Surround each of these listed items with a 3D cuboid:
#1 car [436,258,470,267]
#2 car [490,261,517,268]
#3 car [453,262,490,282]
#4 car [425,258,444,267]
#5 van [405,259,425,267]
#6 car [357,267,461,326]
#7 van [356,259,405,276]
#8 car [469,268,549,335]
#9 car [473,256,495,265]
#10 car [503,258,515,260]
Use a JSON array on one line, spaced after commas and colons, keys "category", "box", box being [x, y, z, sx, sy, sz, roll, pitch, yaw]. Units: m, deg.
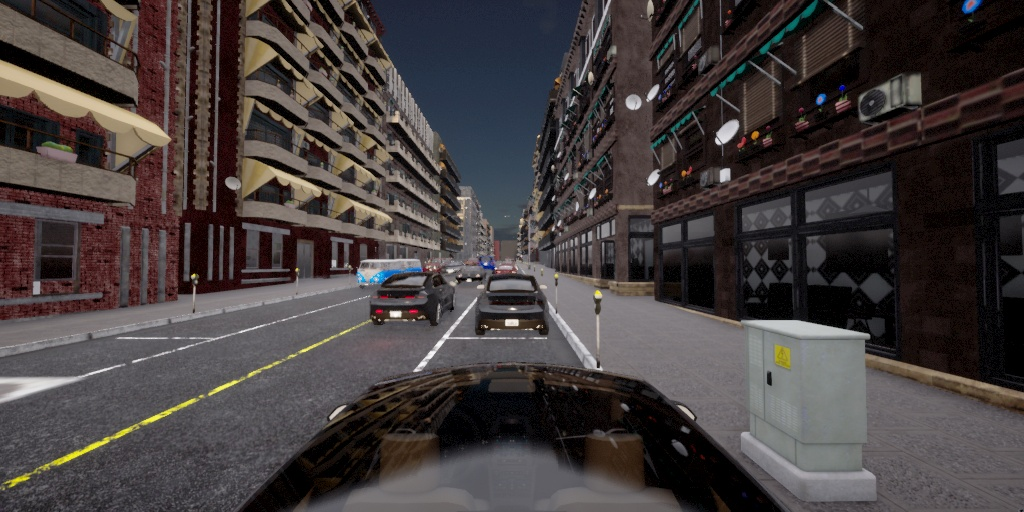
[{"category": "car", "box": [-5.857, 1.285, 36.129, 2.128, 1.511, 4.902, 0, 0, 0]}, {"category": "car", "box": [-0.453, 1.322, 28.072, 1.888, 1.381, 4.507, 0, 0, 0]}, {"category": "car", "box": [-2.942, 1.376, 26.850, 1.895, 1.301, 4.718, 0, 0, 0]}, {"category": "car", "box": [-8.335, 1.115, 39.194, 2.192, 1.841, 5.009, 0, 0, 0]}, {"category": "van", "box": [-8.335, 1.118, 28.134, 1.690, 1.789, 3.998, 0, 0, 0]}, {"category": "car", "box": [-3.020, 1.261, 11.721, 1.837, 1.490, 4.892, 0, 0, 0]}, {"category": "van", "box": [-8.335, 1.108, 22.603, 1.690, 1.789, 3.998, 0, 0, 0]}, {"category": "car", "box": [0.000, 1.259, 10.503, 1.837, 1.490, 4.892, 0, 0, 0]}, {"category": "car", "box": [-2.937, 1.029, 42.766, 2.150, 2.045, 5.566, 0, 0, 0]}, {"category": "car", "box": [-0.445, 1.240, 39.134, 1.967, 1.591, 4.097, 0, 0, 0]}]
